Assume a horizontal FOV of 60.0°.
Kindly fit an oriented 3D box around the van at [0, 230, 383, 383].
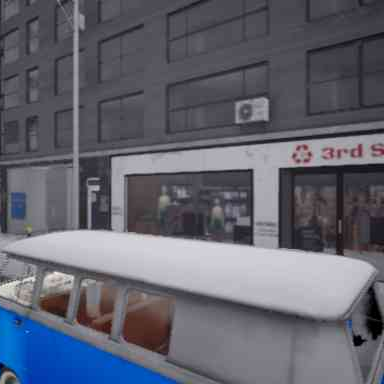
[{"bbox_3d":[-0.368,1.341,3.071,3.998,1.788,1.690,0,0,35],"label":"van"}]
